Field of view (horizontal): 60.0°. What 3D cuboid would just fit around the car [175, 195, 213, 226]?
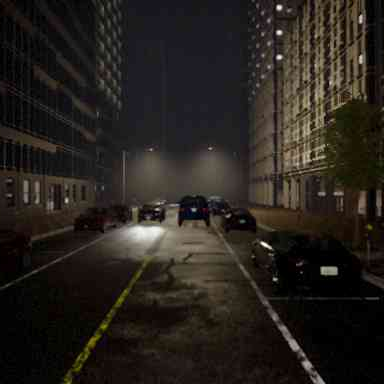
[{"bbox_3d":[0.129,1.291,24.054,2.150,2.045,5.566,0,-1,0],"label":"car"}]

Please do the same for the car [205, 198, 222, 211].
[{"bbox_3d":[2.743,1.563,42.779,1.967,1.590,4.097,0,0,0],"label":"car"}]

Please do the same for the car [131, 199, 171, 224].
[{"bbox_3d":[-3.069,1.570,25.901,2.128,1.511,4.902,0,0,0],"label":"car"}]

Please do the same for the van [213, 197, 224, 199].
[{"bbox_3d":[2.737,1.450,37.088,1.690,1.788,3.998,0,0,0],"label":"van"}]

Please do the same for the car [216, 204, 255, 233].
[{"bbox_3d":[2.716,1.628,20.009,1.947,1.339,4.313,0,0,0],"label":"car"}]

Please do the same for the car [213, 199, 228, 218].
[{"bbox_3d":[2.730,1.660,31.393,1.947,1.339,4.313,0,0,0],"label":"car"}]

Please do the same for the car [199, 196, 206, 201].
[{"bbox_3d":[2.796,1.735,88.485,1.752,1.417,4.829,0,0,0],"label":"car"}]

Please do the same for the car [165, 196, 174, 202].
[{"bbox_3d":[-5.591,1.751,82.645,2.008,1.369,4.403,0,0,0],"label":"car"}]

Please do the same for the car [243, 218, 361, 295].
[{"bbox_3d":[2.703,1.594,8.625,1.947,1.339,4.313,0,0,0],"label":"car"}]

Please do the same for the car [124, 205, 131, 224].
[{"bbox_3d":[-5.658,1.644,25.720,1.947,1.339,4.313,0,0,0],"label":"car"}]

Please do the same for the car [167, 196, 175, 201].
[{"bbox_3d":[-5.585,1.775,88.338,1.947,1.339,4.313,0,0,0],"label":"car"}]

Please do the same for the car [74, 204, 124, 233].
[{"bbox_3d":[-5.664,1.606,20.027,1.887,1.381,4.507,0,0,0],"label":"car"}]

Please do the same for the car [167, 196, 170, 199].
[{"bbox_3d":[-5.618,1.709,59.876,2.008,1.369,4.403,0,0,0],"label":"car"}]

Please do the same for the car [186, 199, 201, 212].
[{"bbox_3d":[0.150,1.624,42.209,1.837,1.490,4.892,0,0,0],"label":"car"}]

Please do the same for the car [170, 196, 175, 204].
[{"bbox_3d":[-2.925,1.766,67.107,1.895,1.301,4.718,0,0,0],"label":"car"}]

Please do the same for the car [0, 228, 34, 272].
[{"bbox_3d":[-5.678,1.609,8.642,1.802,1.307,4.206,0,0,0],"label":"car"}]

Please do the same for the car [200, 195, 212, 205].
[{"bbox_3d":[2.771,1.485,65.547,2.192,1.841,5.009,0,0,0],"label":"car"}]

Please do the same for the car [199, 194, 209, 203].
[{"bbox_3d":[2.784,1.506,76.932,2.192,1.841,5.009,0,0,0],"label":"car"}]
